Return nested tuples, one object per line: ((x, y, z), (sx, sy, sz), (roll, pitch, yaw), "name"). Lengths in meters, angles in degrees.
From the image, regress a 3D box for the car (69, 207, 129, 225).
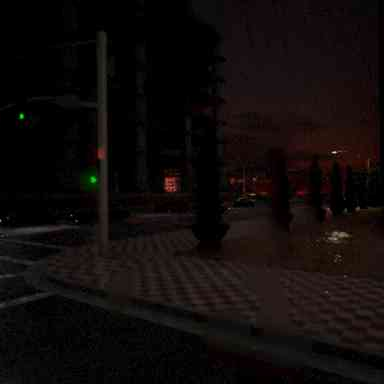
((-7.381, 1.875, 26.734), (1.895, 1.301, 4.718), (-1, -1, 36), "car")

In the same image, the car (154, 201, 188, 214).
((-2.429, 1.794, 39.641), (1.882, 1.535, 5.008), (-1, 0, 36), "car")

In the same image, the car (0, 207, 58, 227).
((-12.552, 1.884, 25.532), (1.994, 1.385, 4.181), (-1, 0, 36), "car")

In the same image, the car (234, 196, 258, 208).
((8.577, 1.872, 54.824), (1.812, 1.442, 4.674), (-1, -1, 36), "car")

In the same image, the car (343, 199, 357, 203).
((34.589, 1.713, 73.084), (1.994, 1.385, 4.181), (-1, -1, 36), "car")

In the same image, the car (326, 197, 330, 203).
((31.501, 1.683, 74.786), (1.882, 1.535, 5.008), (-1, -1, 36), "car")

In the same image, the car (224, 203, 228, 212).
((2.470, 1.623, 40.461), (2.097, 1.767, 4.553), (-1, -1, 36), "car")

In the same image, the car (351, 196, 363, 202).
((40.436, 1.655, 81.240), (1.895, 1.301, 4.718), (-1, -1, 36), "car")
